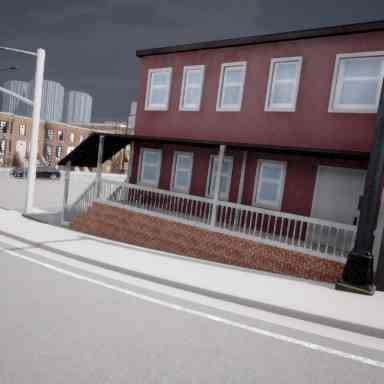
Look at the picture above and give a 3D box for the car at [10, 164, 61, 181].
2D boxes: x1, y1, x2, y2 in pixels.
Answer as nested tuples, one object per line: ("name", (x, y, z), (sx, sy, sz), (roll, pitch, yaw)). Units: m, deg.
("car", (-15.852, -2.040, 33.853), (1.837, 1.490, 4.892), (10, 6, 35))
